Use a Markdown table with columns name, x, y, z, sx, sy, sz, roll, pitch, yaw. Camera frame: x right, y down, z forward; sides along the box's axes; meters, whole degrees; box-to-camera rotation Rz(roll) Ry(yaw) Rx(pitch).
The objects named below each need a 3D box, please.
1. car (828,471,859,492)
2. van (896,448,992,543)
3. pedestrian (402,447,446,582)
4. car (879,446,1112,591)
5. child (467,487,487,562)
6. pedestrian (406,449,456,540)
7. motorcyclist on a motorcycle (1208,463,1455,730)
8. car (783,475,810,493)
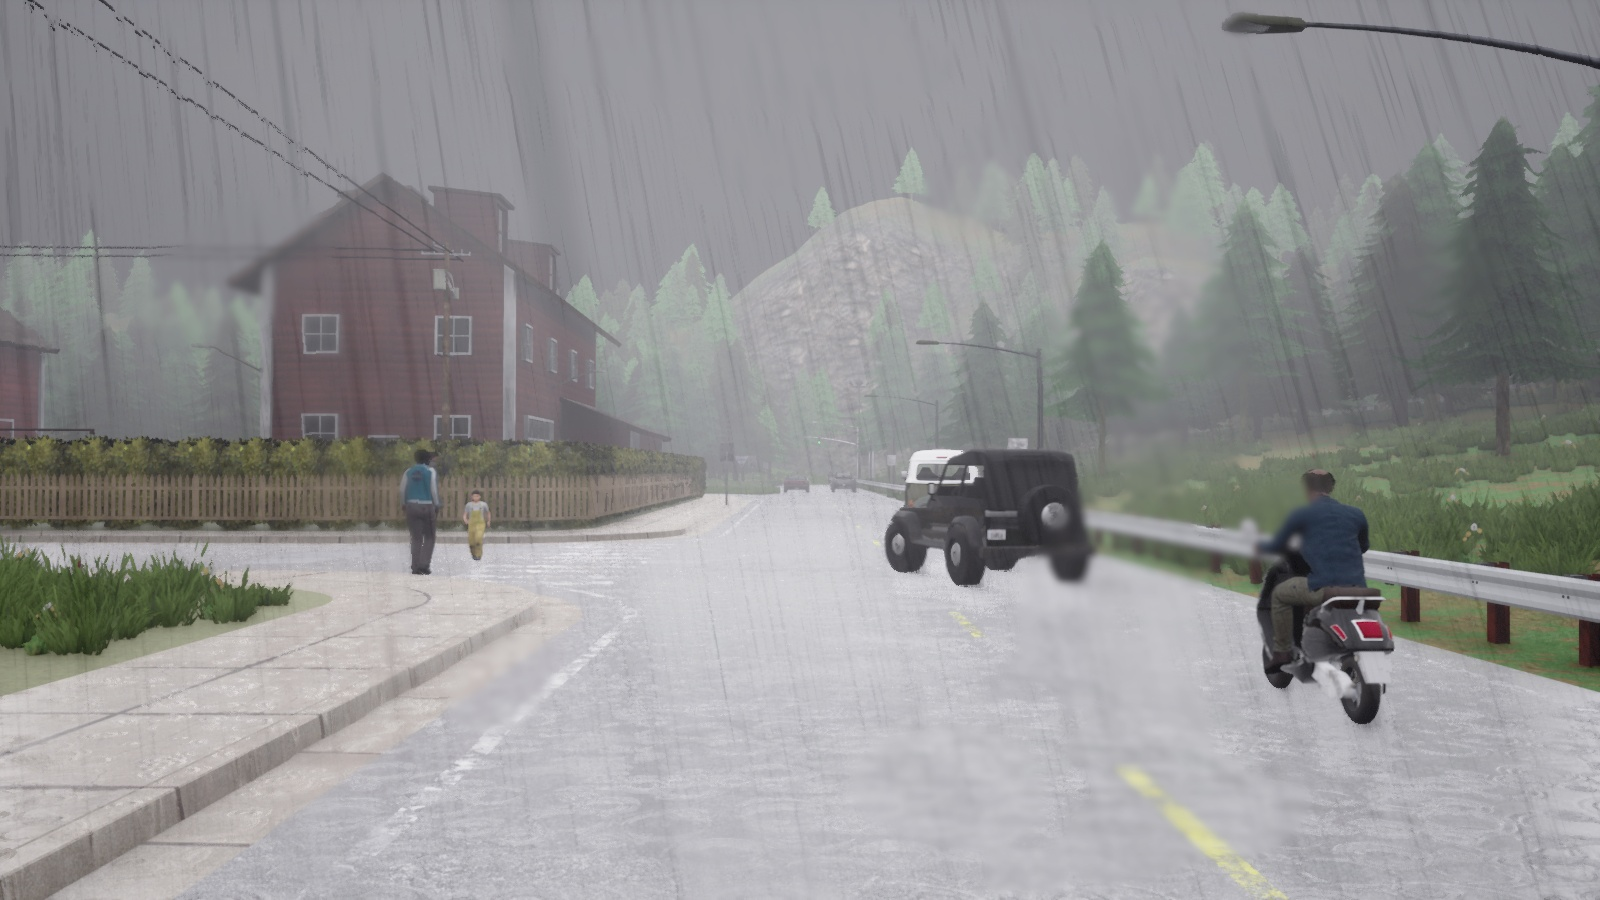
| name | x | y | z | sx | sy | sz | roll | pitch | yaw |
| --- | --- | --- | --- | --- | --- | --- | --- | --- | --- |
| car | 3.264 | 2.343 | 94.673 | 2.128 | 1.511 | 4.902 | 0 | -1 | 0 |
| van | 3.347 | 1.017 | 29.389 | 2.069 | 2.038 | 4.480 | 0 | -1 | 6 |
| pedestrian | -5.470 | 0.928 | 18.271 | 0.396 | 1.930 | 0.692 | 0 | -1 | 4 |
| car | 2.716 | 0.909 | 18.405 | 1.905 | 1.878 | 3.866 | 0 | -1 | -16 |
| child | -5.508 | 1.261 | 21.436 | 0.270 | 1.263 | 0.437 | 0 | -1 | -5 |
| pedestrian | -7.992 | 0.958 | 27.234 | 0.873 | 1.952 | 0.659 | 0 | -1 | 2 |
| motorcyclist on a motorcycle | 3.479 | 0.896 | 8.430 | 0.866 | 1.590 | 1.817 | 0 | -1 | 0 |
| car | -0.225 | 2.437 | 90.791 | 1.895 | 1.301 | 4.718 | 0 | -1 | 0 |
